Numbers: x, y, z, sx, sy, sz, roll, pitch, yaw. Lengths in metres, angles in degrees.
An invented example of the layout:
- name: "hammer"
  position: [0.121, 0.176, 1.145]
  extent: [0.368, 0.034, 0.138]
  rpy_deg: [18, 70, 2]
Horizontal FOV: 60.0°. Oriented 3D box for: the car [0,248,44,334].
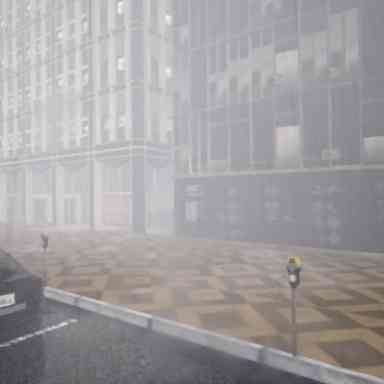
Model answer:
- name: "car"
  position: [-4.422, 1.637, 6.025]
  extent: [4.313, 1.339, 1.947]
  rpy_deg: [-1, -1, 35]
